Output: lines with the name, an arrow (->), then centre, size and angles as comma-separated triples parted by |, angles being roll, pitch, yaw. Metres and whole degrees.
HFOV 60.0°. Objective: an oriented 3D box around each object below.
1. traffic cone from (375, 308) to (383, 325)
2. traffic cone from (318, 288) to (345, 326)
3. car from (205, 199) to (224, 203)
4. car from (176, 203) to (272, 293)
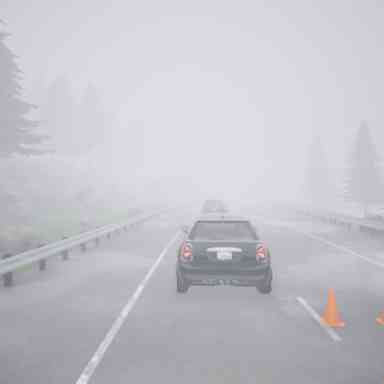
traffic cone -> 3.412, 1.964, 5.748 | 0.340, 0.580, 0.340 | 0, 0, 0
traffic cone -> 2.412, 1.960, 5.748 | 0.340, 0.580, 0.340 | 0, 0, 0
car -> 1.880, 1.343, 27.580 | 2.097, 1.767, 4.553 | 0, 0, 5
car -> 0.746, 1.349, 9.077 | 2.097, 1.767, 4.553 | 0, 0, 2
